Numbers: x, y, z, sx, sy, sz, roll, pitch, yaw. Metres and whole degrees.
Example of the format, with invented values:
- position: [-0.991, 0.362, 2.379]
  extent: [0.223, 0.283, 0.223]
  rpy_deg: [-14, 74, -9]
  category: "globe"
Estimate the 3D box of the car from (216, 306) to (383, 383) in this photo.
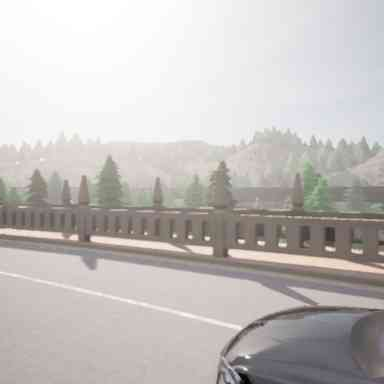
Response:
- position: [2.431, 1.478, 2.067]
  extent: [4.902, 1.511, 2.128]
  rpy_deg: [0, 0, 35]
  category: "car"
